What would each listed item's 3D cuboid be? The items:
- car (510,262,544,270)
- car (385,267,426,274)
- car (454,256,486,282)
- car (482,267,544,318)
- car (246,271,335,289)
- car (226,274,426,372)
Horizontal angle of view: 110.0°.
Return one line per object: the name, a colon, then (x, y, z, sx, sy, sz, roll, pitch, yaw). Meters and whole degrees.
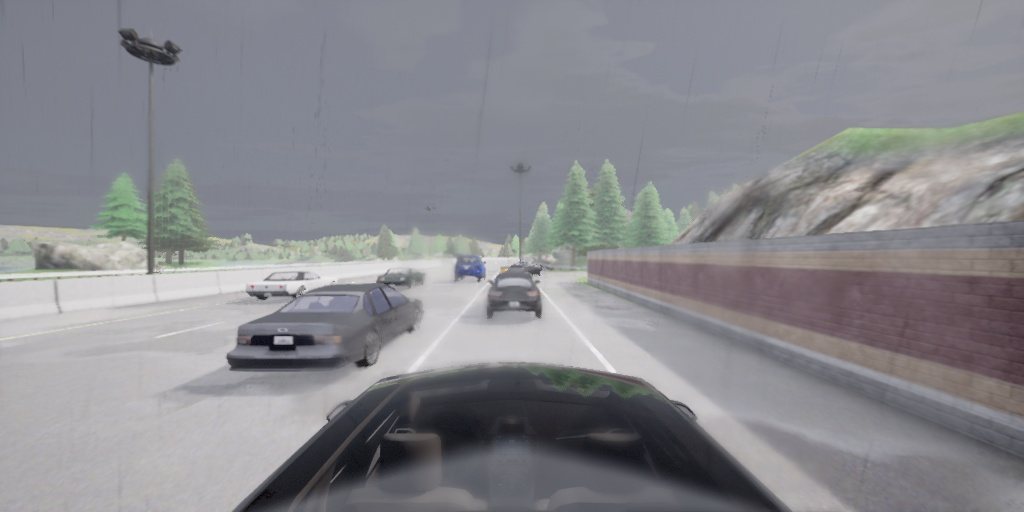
car: (1.439, 1.279, 33.922, 2.128, 1.511, 4.902, -1, 0, 28)
car: (-6.909, 1.375, 23.061, 1.895, 1.301, 4.718, 0, 0, 0)
car: (-3.410, 1.004, 29.742, 2.150, 2.045, 5.566, 0, 0, 0)
car: (0.082, 1.289, 13.014, 1.812, 1.442, 4.674, 0, 0, 0)
car: (-10.407, 1.368, 17.514, 1.895, 1.301, 4.718, 0, 0, 0)
car: (-3.404, 1.304, 7.848, 2.033, 1.411, 5.357, 0, 0, 0)
